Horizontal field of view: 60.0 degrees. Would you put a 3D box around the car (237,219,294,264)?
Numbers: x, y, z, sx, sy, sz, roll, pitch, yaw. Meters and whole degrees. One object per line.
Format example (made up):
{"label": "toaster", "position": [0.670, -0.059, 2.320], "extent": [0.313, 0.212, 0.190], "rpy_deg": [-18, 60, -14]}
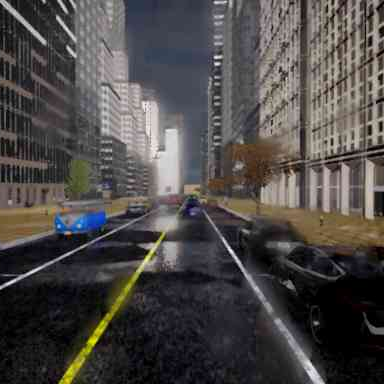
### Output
{"label": "car", "position": [2.668, 1.573, 11.735], "extent": [1.947, 1.339, 4.313], "rpy_deg": [-1, 0, 0]}

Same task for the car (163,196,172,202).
{"label": "car", "position": [-5.791, 1.683, 79.226], "extent": [2.008, 1.369, 4.403], "rpy_deg": [-1, 0, 0]}

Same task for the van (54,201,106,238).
{"label": "van", "position": [-5.722, 1.358, 17.351], "extent": [1.690, 1.788, 3.998], "rpy_deg": [-1, 0, 0]}

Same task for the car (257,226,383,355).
{"label": "car", "position": [2.675, 1.569, 6.110], "extent": [1.947, 1.339, 4.313], "rpy_deg": [-1, 0, 0]}

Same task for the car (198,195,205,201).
{"label": "car", "position": [2.574, 1.598, 90.486], "extent": [1.967, 1.590, 4.097], "rpy_deg": [-1, 0, 0]}

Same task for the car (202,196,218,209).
{"label": "car", "position": [2.629, 1.637, 45.487], "extent": [1.802, 1.307, 4.206], "rpy_deg": [-1, 0, 0]}

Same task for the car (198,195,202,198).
{"label": "car", "position": [0.051, 1.560, 43.985], "extent": [1.837, 1.490, 4.892], "rpy_deg": [0, 0, 0]}

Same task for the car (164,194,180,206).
{"label": "car", "position": [-3.113, 1.292, 56.209], "extent": [2.150, 2.045, 5.566], "rpy_deg": [0, 0, 1]}

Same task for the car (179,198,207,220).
{"label": "car", "position": [0.070, 1.553, 28.526], "extent": [1.812, 1.442, 4.674], "rpy_deg": [0, 0, 0]}

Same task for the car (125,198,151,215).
{"label": "car", "position": [-5.738, 1.590, 34.226], "extent": [2.008, 1.369, 4.403], "rpy_deg": [-1, 0, 0]}

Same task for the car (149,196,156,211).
{"label": "car", "position": [-5.745, 1.574, 39.682], "extent": [1.752, 1.417, 4.829], "rpy_deg": [-1, 0, 0]}

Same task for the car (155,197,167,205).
{"label": "car", "position": [-5.771, 1.637, 62.351], "extent": [1.887, 1.381, 4.507], "rpy_deg": [-1, 0, 0]}

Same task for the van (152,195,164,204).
{"label": "van", "position": [-5.761, 1.411, 51.101], "extent": [1.690, 1.788, 3.998], "rpy_deg": [-1, 0, 0]}

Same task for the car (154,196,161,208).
{"label": "car", "position": [-5.751, 1.603, 45.476], "extent": [1.887, 1.381, 4.507], "rpy_deg": [-1, 0, 0]}

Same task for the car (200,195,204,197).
{"label": "car", "position": [2.270, 1.567, 71.551], "extent": [1.801, 1.575, 5.366], "rpy_deg": [0, 0, 0]}
